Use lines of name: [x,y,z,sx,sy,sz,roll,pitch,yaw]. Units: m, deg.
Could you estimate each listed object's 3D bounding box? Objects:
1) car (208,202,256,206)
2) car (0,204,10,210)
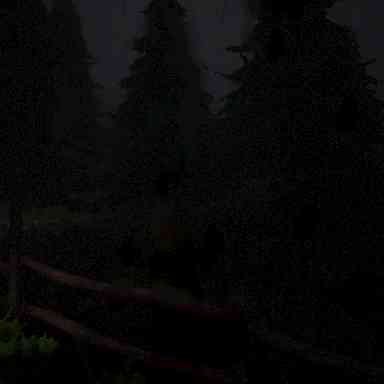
car: [4.650,1.250,38.602,5.566,2.045,2.150,0,0,-7]
car: [-17.441,1.627,27.970,1.895,1.301,4.718,0,0,40]
